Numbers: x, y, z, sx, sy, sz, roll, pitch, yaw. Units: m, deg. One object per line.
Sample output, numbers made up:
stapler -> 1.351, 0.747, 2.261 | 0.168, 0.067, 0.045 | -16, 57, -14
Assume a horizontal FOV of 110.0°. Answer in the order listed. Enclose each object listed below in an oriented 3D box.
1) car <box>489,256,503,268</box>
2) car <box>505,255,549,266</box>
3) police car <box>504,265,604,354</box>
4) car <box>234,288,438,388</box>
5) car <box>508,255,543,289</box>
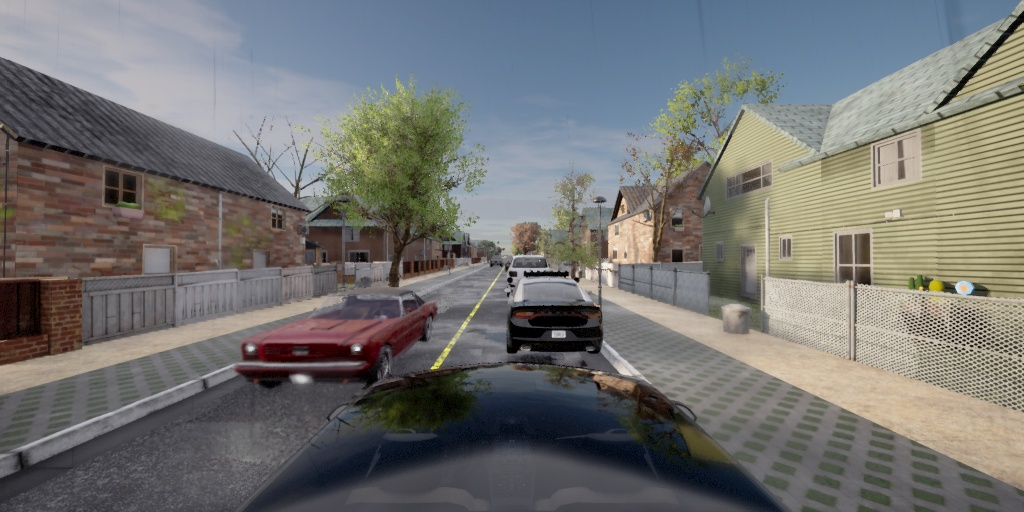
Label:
car -> -2.724, 0.959, 62.402 | 2.150, 2.045, 5.566 | 0, 0, 0
car -> 0.833, 0.978, 18.848 | 2.150, 2.045, 5.566 | 0, 0, 0
police car -> 0.828, 1.177, 8.925 | 1.930, 1.638, 5.238 | 0, 0, 0
car -> -2.847, 1.352, 7.045 | 1.895, 1.301, 4.718 | 0, 0, 0
car -> 0.836, 0.979, 24.849 | 2.150, 2.045, 5.566 | 0, 0, 0
